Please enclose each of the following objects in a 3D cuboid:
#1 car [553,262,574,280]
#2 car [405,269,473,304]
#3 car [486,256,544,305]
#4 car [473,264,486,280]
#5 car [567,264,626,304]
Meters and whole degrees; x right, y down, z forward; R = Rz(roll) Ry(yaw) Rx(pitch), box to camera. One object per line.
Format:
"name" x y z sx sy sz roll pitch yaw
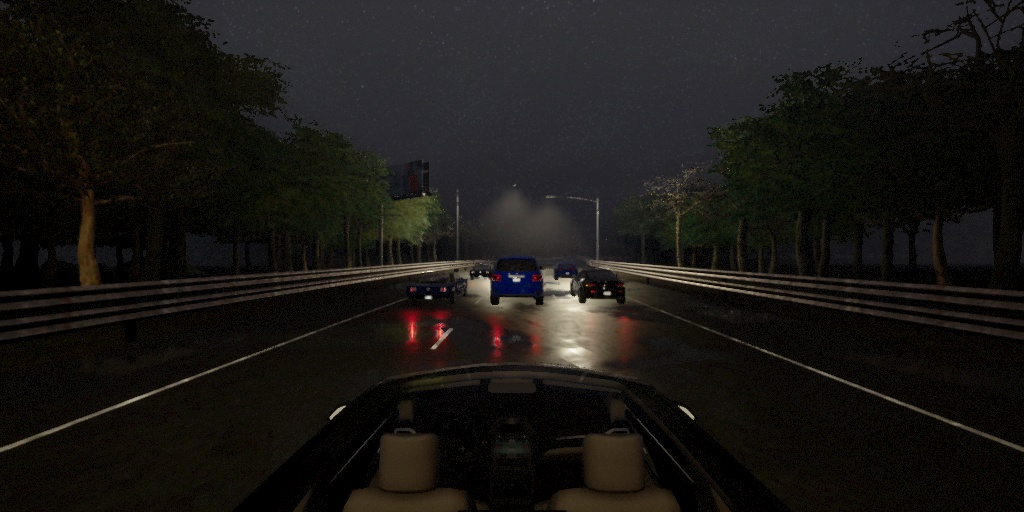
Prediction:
"car" 4.575 1.236 30.820 1.882 1.535 5.008 0 0 4
"car" -3.226 1.364 16.450 1.895 1.301 4.718 0 0 2
"car" 0.272 1.006 16.321 2.150 2.045 5.566 0 0 2
"car" -2.404 1.367 31.362 1.895 1.301 4.718 0 0 4
"car" 3.768 1.281 16.163 1.812 1.442 4.674 0 0 2
